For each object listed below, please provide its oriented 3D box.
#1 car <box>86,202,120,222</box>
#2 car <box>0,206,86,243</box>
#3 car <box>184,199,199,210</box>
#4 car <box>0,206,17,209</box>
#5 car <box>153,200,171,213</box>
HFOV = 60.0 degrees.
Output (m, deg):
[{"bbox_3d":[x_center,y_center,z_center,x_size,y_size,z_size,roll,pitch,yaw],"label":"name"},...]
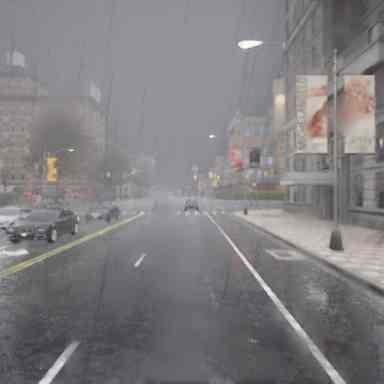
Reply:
[{"bbox_3d":[-7.083,1.574,26.844,2.128,1.511,4.902,0,0,0],"label":"car"},{"bbox_3d":[-7.077,1.554,16.434,1.837,1.490,4.892,0,0,0],"label":"car"},{"bbox_3d":[-0.091,1.690,44.432,2.033,1.411,5.357,0,0,0],"label":"car"},{"bbox_3d":[-10.478,1.584,19.379,1.812,1.442,4.674,0,0,0],"label":"car"},{"bbox_3d":[-3.556,1.673,39.579,2.033,1.411,5.357,0,0,-1],"label":"car"}]
